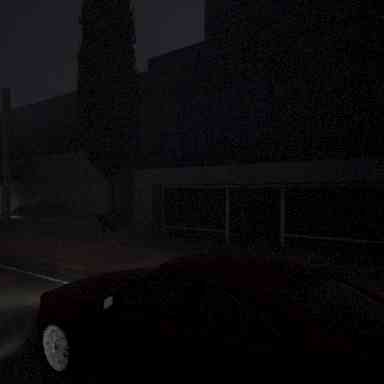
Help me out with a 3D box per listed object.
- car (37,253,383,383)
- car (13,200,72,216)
[{"bbox_3d":[0.197,1.478,3.849,5.008,1.535,1.882,0,0,35],"label":"car"},{"bbox_3d":[-14.686,1.547,32.988,2.033,1.411,5.357,0,0,36],"label":"car"}]
